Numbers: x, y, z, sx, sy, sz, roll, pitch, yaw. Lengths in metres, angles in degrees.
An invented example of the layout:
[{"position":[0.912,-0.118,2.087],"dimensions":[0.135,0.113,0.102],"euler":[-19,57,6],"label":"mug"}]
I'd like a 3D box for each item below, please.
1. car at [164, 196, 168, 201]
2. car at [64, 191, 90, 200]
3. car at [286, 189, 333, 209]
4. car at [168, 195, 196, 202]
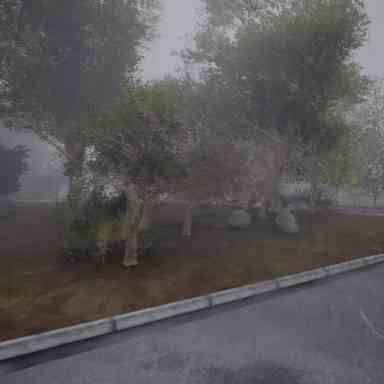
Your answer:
[{"position":[-1.489,0.518,45.427],"dimensions":[4.553,1.767,2.097],"euler":[1,0,10],"label":"car"},{"position":[-13.476,0.524,41.607],"dimensions":[4.674,1.442,1.812],"euler":[1,-1,-35],"label":"car"},{"position":[11.969,0.656,35.142],"dimensions":[2.150,2.045,5.566],"euler":[1,1,-37],"label":"car"},{"position":[-0.017,0.666,41.709],"dimensions":[4.892,1.490,1.837],"euler":[1,-3,13],"label":"car"}]
